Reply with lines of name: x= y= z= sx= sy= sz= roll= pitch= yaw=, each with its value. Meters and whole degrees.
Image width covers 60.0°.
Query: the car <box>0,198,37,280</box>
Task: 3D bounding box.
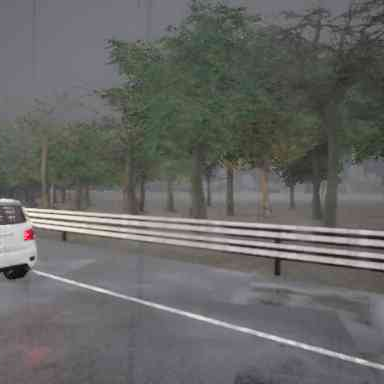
car: x=-6.273 y=1.192 z=8.647 sx=5.566 sy=2.045 sz=2.150 roll=-1 pitch=-1 yaw=37
